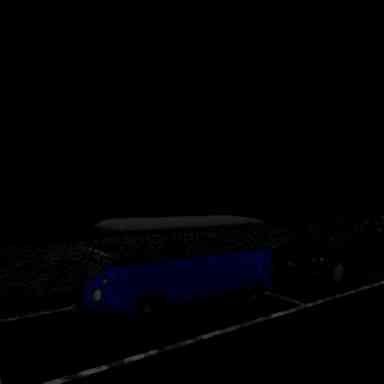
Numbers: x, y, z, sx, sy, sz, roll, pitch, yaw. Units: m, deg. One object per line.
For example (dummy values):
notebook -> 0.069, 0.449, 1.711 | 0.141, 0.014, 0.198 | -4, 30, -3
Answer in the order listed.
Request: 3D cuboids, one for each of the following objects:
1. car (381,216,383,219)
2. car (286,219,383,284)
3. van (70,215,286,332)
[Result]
car -> 8.969, 1.477, 13.139 | 5.009, 1.841, 2.192 | 1, 0, -35
car -> 4.385, 1.646, 9.877 | 4.507, 1.381, 1.887 | 1, 0, -35
van -> -0.193, 1.381, 6.613 | 3.998, 1.788, 1.690 | 1, 0, -35
